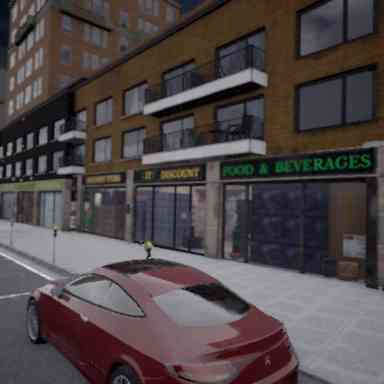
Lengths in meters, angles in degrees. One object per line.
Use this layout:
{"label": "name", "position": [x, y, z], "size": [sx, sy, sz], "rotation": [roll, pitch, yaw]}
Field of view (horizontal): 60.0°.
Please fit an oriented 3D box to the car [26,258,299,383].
{"label": "car", "position": [-0.817, 1.692, 4.710], "size": [1.812, 1.442, 4.674], "rotation": [3, -3, -42]}
